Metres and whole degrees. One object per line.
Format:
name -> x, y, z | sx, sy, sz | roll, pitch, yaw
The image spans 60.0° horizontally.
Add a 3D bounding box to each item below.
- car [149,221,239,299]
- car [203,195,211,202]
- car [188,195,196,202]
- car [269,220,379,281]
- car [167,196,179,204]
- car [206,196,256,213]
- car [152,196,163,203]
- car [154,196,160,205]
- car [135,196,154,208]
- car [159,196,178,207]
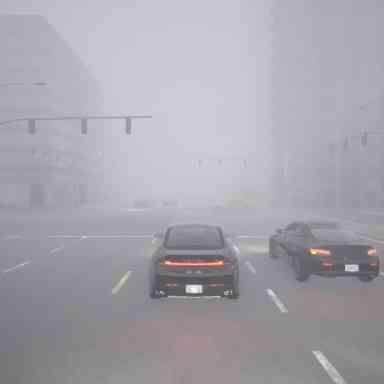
car -> 0.058, 1.505, 8.437 | 1.837, 1.490, 4.892 | 0, 0, 0
car -> 3.501, 1.363, 73.944 | 1.812, 1.442, 4.674 | 0, 0, 0
car -> 0.001, 1.364, 73.944 | 2.128, 1.511, 4.902 | 0, 0, 0
car -> 3.564, 1.526, 9.693 | 1.812, 1.442, 4.674 | 0, 0, 0
car -> -3.545, 1.547, 62.808 | 2.033, 1.411, 5.357 | 0, 0, 0
car -> 4.339, 1.478, 35.722 | 5.008, 1.535, 1.882 | -1, 0, 1
car -> -7.016, 1.564, 68.069 | 1.994, 1.385, 4.181 | 0, 0, 0
car -> -7.079, 1.477, 57.527 | 1.882, 1.535, 5.008 | 0, 0, 0
car -> -7.086, 1.601, 48.423 | 1.895, 1.301, 4.718 | 0, 0, 0
car -> -3.568, 1.477, 52.546 | 1.882, 1.535, 5.008 | 0, 0, 0
